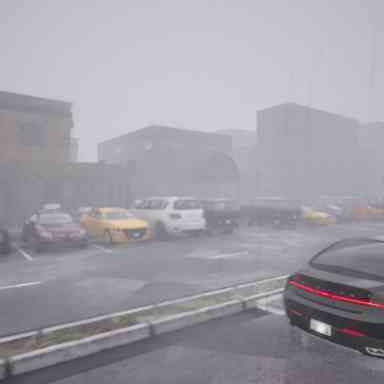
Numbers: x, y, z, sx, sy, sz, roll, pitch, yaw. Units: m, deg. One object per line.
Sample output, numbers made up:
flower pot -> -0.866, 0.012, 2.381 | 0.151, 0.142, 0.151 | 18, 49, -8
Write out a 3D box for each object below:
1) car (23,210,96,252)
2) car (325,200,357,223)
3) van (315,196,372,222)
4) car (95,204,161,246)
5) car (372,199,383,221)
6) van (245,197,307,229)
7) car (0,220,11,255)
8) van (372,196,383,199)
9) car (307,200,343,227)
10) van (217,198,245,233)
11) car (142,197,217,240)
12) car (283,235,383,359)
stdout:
car -> -6.010, 1.546, 14.320 | 2.002, 1.452, 4.674 | 0, 0, -36
car -> 9.683, 1.617, 25.556 | 2.002, 1.452, 4.674 | 0, 0, -36
van -> 11.856, 1.365, 27.259 | 1.878, 1.987, 4.442 | 0, 0, -36
car -> -3.769, 1.513, 15.928 | 2.097, 1.535, 5.008 | 0, 0, -36
car -> 14.162, 1.605, 28.774 | 2.097, 1.535, 5.008 | 0, 0, -36
van -> 5.130, 1.325, 22.441 | 1.878, 1.987, 4.442 | 0, 0, -36
car -> -8.266, 1.530, 12.736 | 2.163, 1.488, 4.792 | 0, 0, -36
van -> 16.475, 1.394, 30.282 | 1.878, 1.987, 4.442 | 0, 0, -36
car -> 7.548, 1.561, 23.802 | 1.946, 1.575, 5.366 | 0, 0, -36
van -> 0.649, 1.305, 19.230 | 1.878, 1.987, 4.442 | 0, 0, -36
car -> -1.541, 1.269, 17.552 | 2.435, 2.045, 5.566 | 0, 0, -36
car -> 3.642, 1.517, 5.740 | 4.892, 1.490, 1.837 | 0, 0, -36
